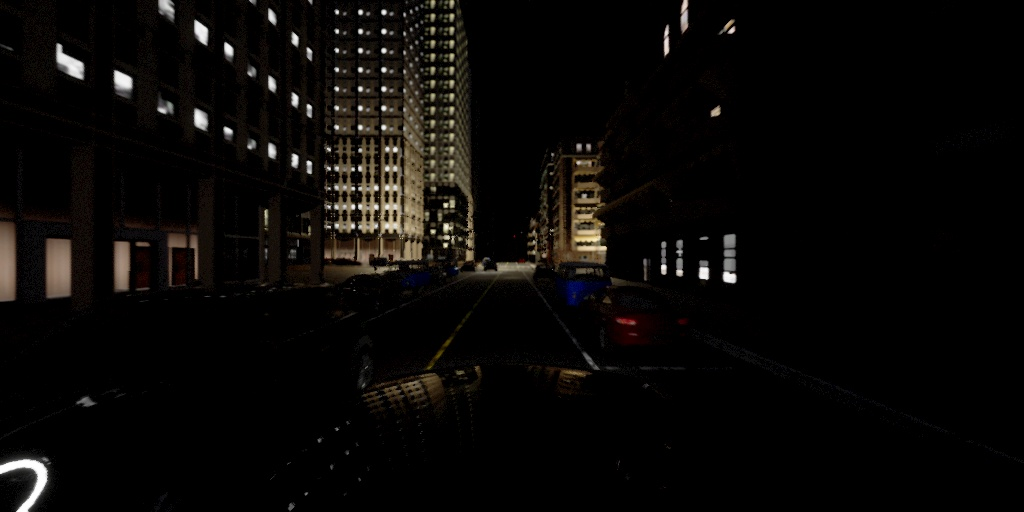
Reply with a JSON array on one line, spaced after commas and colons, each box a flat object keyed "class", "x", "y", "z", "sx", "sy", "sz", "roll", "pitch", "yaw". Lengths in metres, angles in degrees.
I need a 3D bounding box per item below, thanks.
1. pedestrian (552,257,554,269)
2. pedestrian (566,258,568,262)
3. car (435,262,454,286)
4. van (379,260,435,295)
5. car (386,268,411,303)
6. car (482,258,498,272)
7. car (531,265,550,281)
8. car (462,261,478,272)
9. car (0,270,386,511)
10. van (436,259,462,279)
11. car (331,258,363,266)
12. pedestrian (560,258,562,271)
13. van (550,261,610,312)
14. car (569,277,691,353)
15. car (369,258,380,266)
[{"class": "pedestrian", "x": 6.127, "y": 1.064, "z": 53.480, "sx": 0.375, "sy": 1.860, "sz": 0.375, "roll": 0, "pitch": 0, "yaw": 0}, {"class": "pedestrian", "x": 8.126, "y": 1.252, "z": 52.880, "sx": 0.375, "sy": 1.860, "sz": 0.375, "roll": 0, "pitch": 0, "yaw": 0}, {"class": "car", "x": -5.694, "y": 1.374, "z": 25.546, "sx": 2.007, "sy": 1.370, "sz": 4.403, "roll": 0, "pitch": 0, "yaw": 0}, {"class": "van", "x": -5.693, "y": 1.146, "z": 19.897, "sx": 1.690, "sy": 1.789, "sz": 3.998, "roll": 0, "pitch": 0, "yaw": 0}, {"class": "car", "x": -5.692, "y": 1.353, "z": 14.249, "sx": 1.948, "sy": 1.339, "sz": 4.313, "roll": 0, "pitch": 0, "yaw": 0}, {"class": "car", "x": -3.013, "y": 1.439, "z": 51.112, "sx": 1.812, "sy": 1.442, "sz": 4.674, "roll": 0, "pitch": 0, "yaw": 0}, {"class": "car", "x": 2.686, "y": 1.394, "z": 31.195, "sx": 2.007, "sy": 1.370, "sz": 4.403, "roll": 0, "pitch": 0, "yaw": 0}, {"class": "car", "x": -5.698, "y": 1.341, "z": 48.140, "sx": 1.967, "sy": 1.591, "sz": 4.097, "roll": 0, "pitch": 0, "yaw": 0}, {"class": "car", "x": -3.101, "y": 1.107, "z": 3.444, "sx": 2.097, "sy": 1.767, "sz": 4.553, "roll": 0, "pitch": 0, "yaw": 0}, {"class": "van", "x": -5.695, "y": 1.183, "z": 31.194, "sx": 1.690, "sy": 1.789, "sz": 3.998, "roll": 0, "pitch": 0, "yaw": 0}, {"class": "car", "x": -26.731, "y": 1.041, "z": 58.892, "sx": 4.207, "sy": 1.307, "sz": 1.802, "roll": 0, "pitch": 0, "yaw": 0}, {"class": "pedestrian", "x": 7.126, "y": 1.224, "z": 52.280, "sx": 0.375, "sy": 1.860, "sz": 0.375, "roll": 0, "pitch": 0, "yaw": 0}, {"class": "van", "x": 2.688, "y": 1.129, "z": 14.250, "sx": 1.690, "sy": 1.789, "sz": 3.998, "roll": 0, "pitch": 0, "yaw": 0}, {"class": "car", "x": 2.689, "y": 1.353, "z": 8.601, "sx": 1.802, "sy": 1.307, "sz": 4.207, "roll": 0, "pitch": 0, "yaw": 0}, {"class": "car", "x": -21.157, "y": 1.006, "z": 58.906, "sx": 4.097, "sy": 1.591, "sz": 1.967, "roll": 0, "pitch": 0, "yaw": 0}]
